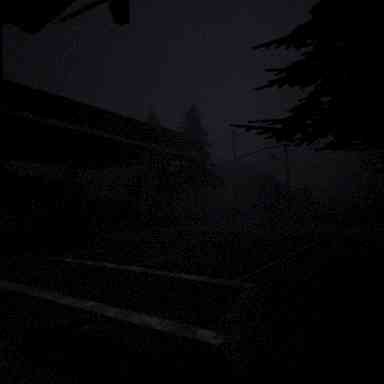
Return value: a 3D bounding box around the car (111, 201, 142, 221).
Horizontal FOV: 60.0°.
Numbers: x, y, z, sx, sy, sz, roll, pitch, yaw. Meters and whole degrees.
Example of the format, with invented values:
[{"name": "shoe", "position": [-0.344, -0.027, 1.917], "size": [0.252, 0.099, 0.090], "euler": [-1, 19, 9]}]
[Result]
[{"name": "car", "position": [-5.984, 1.807, 31.965], "size": [3.866, 1.878, 1.905], "euler": [-2, -1, 35]}]
